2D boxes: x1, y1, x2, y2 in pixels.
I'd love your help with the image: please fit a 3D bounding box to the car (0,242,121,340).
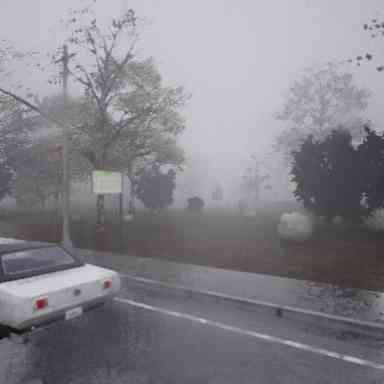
[{"bbox_3d":[-3.700,1.676,6.635,4.718,1.301,1.895,-1,0,36],"label":"car"}]
